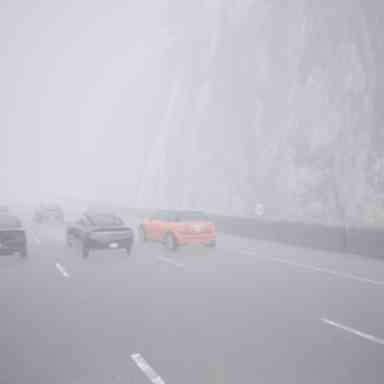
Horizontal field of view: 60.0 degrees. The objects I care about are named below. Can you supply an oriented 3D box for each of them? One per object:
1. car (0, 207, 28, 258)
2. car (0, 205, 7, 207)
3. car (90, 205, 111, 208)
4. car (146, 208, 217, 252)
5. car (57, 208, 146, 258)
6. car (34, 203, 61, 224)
[{"bbox_3d":[-7.482,1.585,12.825,1.882,1.535,5.008,1,0,-30],"label":"car"},{"bbox_3d":[-14.474,1.688,24.817,1.994,1.385,4.181,1,0,-30],"label":"car"},{"bbox_3d":[-7.307,1.756,26.378,2.033,1.411,5.357,1,0,-30],"label":"car"},{"bbox_3d":[-0.814,1.538,15.266,2.097,1.767,4.553,1,-1,-30],"label":"car"},{"bbox_3d":[-3.885,1.637,13.584,2.128,1.511,4.902,1,-1,-30],"label":"car"},{"bbox_3d":[-11.411,1.657,26.511,2.128,1.511,4.902,1,0,-30],"label":"car"}]
